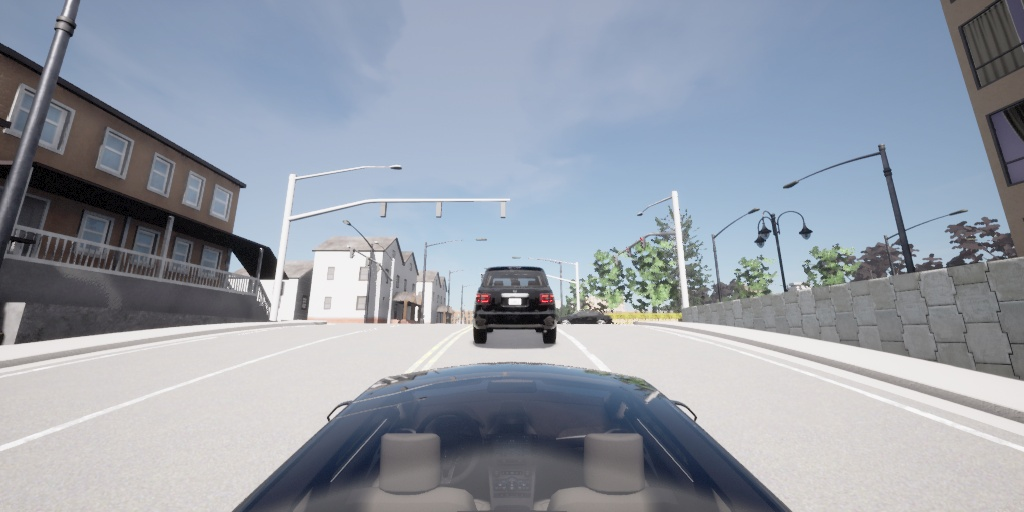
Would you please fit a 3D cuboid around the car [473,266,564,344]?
[{"bbox_3d":[0.080,1.502,11.187,2.150,2.045,5.566,0,-7,0],"label":"car"}]

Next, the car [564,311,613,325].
[{"bbox_3d":[6.495,5.706,32.295,5.008,1.535,1.882,-2,-12,11],"label":"car"}]
